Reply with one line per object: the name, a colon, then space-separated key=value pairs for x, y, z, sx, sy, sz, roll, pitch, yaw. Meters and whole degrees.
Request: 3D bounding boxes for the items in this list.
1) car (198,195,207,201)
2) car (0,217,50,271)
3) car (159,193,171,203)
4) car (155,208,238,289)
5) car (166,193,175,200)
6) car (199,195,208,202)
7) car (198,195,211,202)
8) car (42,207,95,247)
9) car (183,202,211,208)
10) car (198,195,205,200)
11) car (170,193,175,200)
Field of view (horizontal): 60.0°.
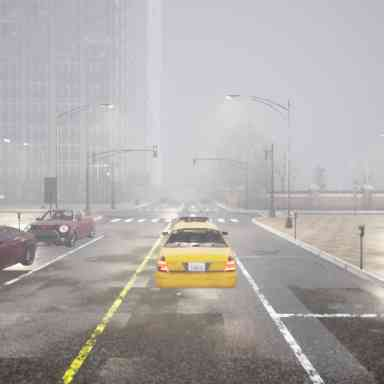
car: x=2.596 y=1.448 z=80.326 sx=2.008 sy=1.369 sz=4.403 roll=0 pitch=0 yaw=0
car: x=-5.701 y=1.579 z=8.924 sx=1.802 sy=1.307 sz=4.206 roll=0 pitch=0 yaw=0
car: x=-5.917 y=1.485 z=69.140 sx=1.947 sy=1.339 sz=4.313 roll=0 pitch=0 yaw=0
car: x=0.088 y=1.454 z=9.127 sx=1.801 sy=1.575 sz=5.366 roll=0 pitch=0 yaw=0
car: x=-5.942 y=1.181 z=91.382 sx=2.192 sy=1.841 sz=5.009 roll=0 pitch=0 yaw=0
car: x=2.602 y=1.454 z=74.766 sx=1.887 sy=1.381 sz=4.507 roll=0 pitch=0 yaw=0
car: x=2.676 y=1.492 z=63.651 sx=1.947 sy=1.339 sz=4.313 roll=0 pitch=0 yaw=0
car: x=-5.708 y=1.433 z=14.617 sx=1.967 sy=1.590 sz=4.097 roll=0 pitch=0 yaw=0
car: x=0.093 y=1.535 z=19.390 sx=2.033 sy=1.411 sz=5.357 roll=0 pitch=0 yaw=0
car: x=2.583 y=1.411 z=91.448 sx=1.887 sy=1.381 sz=4.507 roll=0 pitch=0 yaw=0
car: x=-5.936 y=1.324 z=85.823 sx=1.967 sy=1.590 sz=4.097 roll=0 pitch=0 yaw=0
